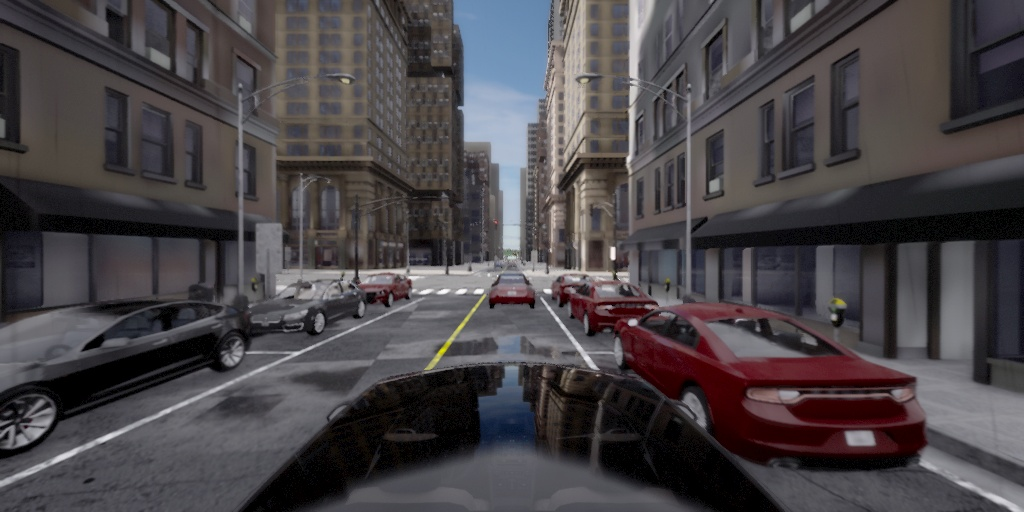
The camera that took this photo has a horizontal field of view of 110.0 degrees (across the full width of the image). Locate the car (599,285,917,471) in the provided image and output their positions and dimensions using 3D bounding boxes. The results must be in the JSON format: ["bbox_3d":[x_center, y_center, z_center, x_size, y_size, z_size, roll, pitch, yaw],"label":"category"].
[{"bbox_3d":[2.762,1.326,5.059,1.888,1.381,4.507,0,0,0],"label":"car"}]

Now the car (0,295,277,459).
[{"bbox_3d":[-5.763,1.347,5.060,1.948,1.339,4.313,0,0,0],"label":"car"}]

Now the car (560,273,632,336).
[{"bbox_3d":[2.763,1.377,10.564,1.888,1.381,4.507,0,0,0],"label":"car"}]

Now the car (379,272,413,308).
[{"bbox_3d":[-5.762,1.428,16.070,1.888,1.381,4.507,0,0,0],"label":"car"}]

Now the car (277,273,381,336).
[{"bbox_3d":[-5.763,1.383,10.565,2.007,1.370,4.403,0,0,0],"label":"car"}]

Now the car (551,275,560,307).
[{"bbox_3d":[2.763,1.428,16.069,1.888,1.381,4.507,0,0,0],"label":"car"}]

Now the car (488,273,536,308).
[{"bbox_3d":[-0.007,1.448,16.135,1.994,1.385,4.181,0,0,0],"label":"car"}]
